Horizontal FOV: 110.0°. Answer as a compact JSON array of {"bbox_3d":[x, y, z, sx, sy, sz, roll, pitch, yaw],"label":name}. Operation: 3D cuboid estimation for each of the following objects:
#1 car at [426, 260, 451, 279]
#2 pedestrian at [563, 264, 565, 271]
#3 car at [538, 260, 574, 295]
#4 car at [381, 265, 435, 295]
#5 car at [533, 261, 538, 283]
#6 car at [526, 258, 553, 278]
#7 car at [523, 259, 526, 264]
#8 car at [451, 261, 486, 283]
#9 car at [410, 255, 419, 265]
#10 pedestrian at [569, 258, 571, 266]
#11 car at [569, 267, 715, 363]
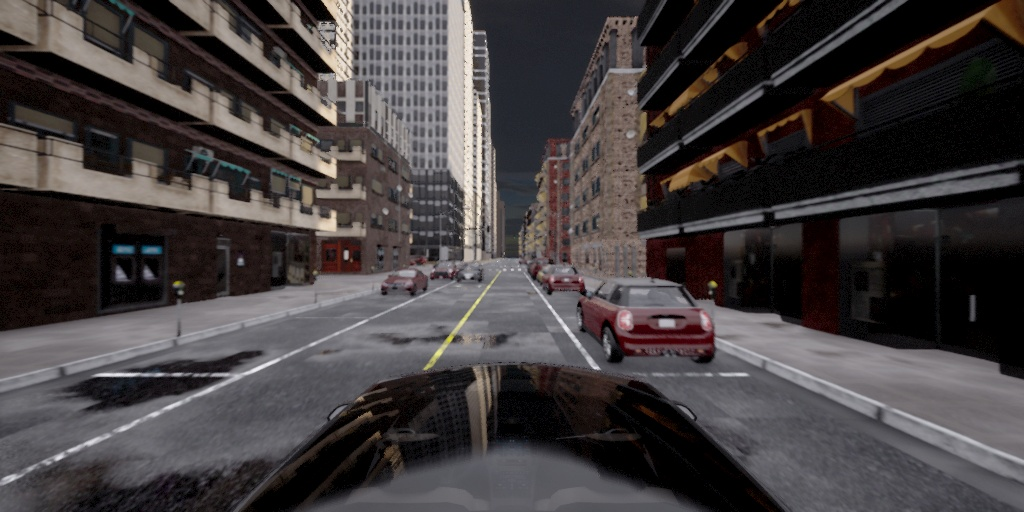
[{"bbox_3d":[-5.708,1.205,30.886,1.967,1.591,4.097,0,0,0],"label":"car"},{"bbox_3d":[7.107,1.083,49.121,0.375,1.860,0.375,0,0,0],"label":"pedestrian"},{"bbox_3d":[2.679,1.198,19.528,1.967,1.591,4.097,0,0,0],"label":"car"},{"bbox_3d":[-5.701,1.340,19.521,1.802,1.307,4.207,0,0,0],"label":"car"},{"bbox_3d":[2.676,1.287,25.380,1.751,1.417,4.829,0,0,0],"label":"car"},{"bbox_3d":[2.672,1.081,30.893,2.192,1.841,5.009,0,0,0],"label":"car"},{"bbox_3d":[2.666,1.341,42.258,1.948,1.339,4.313,0,0,0],"label":"car"},{"bbox_3d":[-3.112,1.255,27.875,2.128,1.511,4.902,0,0,0],"label":"car"},{"bbox_3d":[-17.608,0.793,55.910,5.009,1.841,2.192,0,0,-1],"label":"car"},{"bbox_3d":[8.106,1.098,49.721,0.375,1.860,0.375,0,0,0],"label":"pedestrian"},{"bbox_3d":[2.686,1.193,8.163,1.967,1.591,4.097,0,0,0],"label":"car"}]
